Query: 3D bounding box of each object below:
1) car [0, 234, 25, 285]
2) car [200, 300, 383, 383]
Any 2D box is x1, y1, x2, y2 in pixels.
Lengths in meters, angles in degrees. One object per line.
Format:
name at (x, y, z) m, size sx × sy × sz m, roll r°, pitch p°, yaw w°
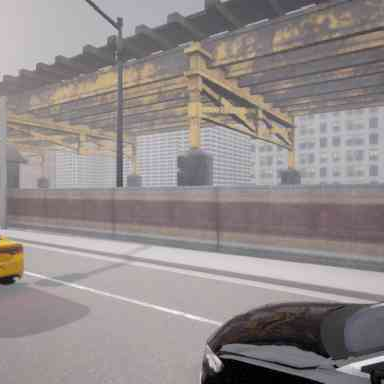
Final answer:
car at (-6.206, 1.502, 8.376) m, size 5.008 × 1.535 × 1.882 m, roll 0°, pitch 0°, yaw 36°
car at (2.308, 1.503, 2.347) m, size 4.902 × 1.511 × 2.128 m, roll 0°, pitch 0°, yaw 36°
